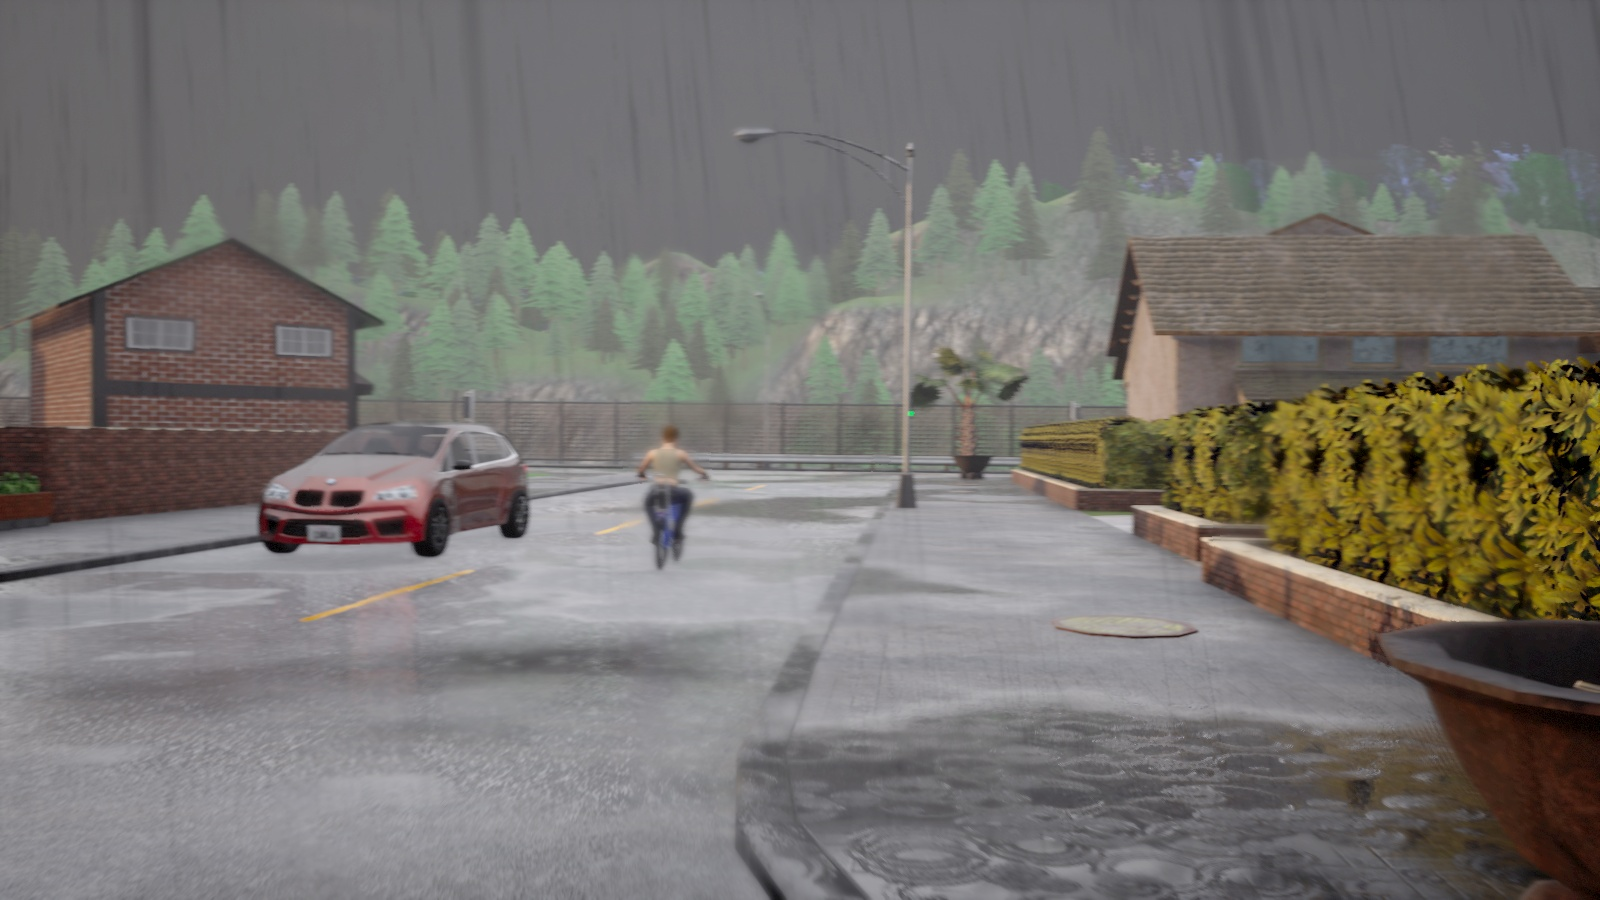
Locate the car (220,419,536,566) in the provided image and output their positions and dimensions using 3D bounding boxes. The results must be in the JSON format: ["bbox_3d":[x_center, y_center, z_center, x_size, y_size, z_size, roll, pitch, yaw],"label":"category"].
[{"bbox_3d":[-5.346,0.470,16.721,2.242,1.667,4.611,0,0,6],"label":"car"}]

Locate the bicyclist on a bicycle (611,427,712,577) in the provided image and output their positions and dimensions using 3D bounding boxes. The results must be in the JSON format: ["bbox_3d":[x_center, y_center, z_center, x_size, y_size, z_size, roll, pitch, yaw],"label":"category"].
[{"bbox_3d":[-1.551,0.557,14.336,0.866,1.612,1.509,0,0,4],"label":"bicyclist on a bicycle"}]
